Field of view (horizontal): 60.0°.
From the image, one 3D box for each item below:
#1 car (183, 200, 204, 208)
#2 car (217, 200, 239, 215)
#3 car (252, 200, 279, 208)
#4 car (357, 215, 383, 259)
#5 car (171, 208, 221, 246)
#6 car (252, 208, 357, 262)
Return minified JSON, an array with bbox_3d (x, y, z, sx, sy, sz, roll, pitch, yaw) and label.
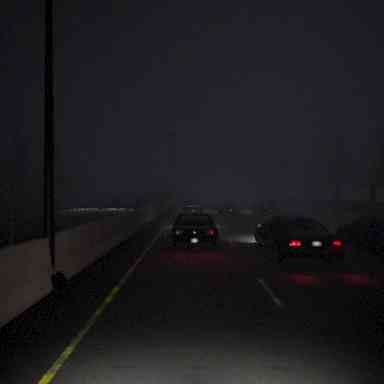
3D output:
[{"bbox_3d":[0.104,1.494,32.427,2.128,1.511,4.902,0,0,0],"label":"car"},{"bbox_3d":[3.591,1.528,33.465,1.812,1.442,4.674,0,0,0],"label":"car"},{"bbox_3d":[7.104,1.494,32.413,2.128,1.511,4.902,0,0,0],"label":"car"},{"bbox_3d":[7.100,1.565,12.567,1.994,1.385,4.181,0,0,0],"label":"car"},{"bbox_3d":[0.102,1.602,15.184,1.895,1.301,4.718,0,0,0],"label":"car"},{"bbox_3d":[3.602,1.548,12.108,2.033,1.411,5.357,0,0,0],"label":"car"}]
